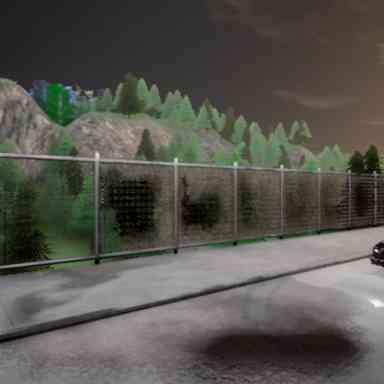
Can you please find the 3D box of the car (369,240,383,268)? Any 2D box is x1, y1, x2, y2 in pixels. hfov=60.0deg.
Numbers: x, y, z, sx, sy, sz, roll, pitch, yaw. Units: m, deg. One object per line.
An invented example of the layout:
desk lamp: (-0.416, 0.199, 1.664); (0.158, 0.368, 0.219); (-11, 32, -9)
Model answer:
car: (7.468, 1.504, 9.887); (5.357, 1.411, 2.033); (0, 0, -35)
